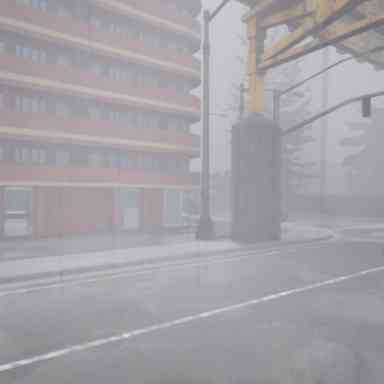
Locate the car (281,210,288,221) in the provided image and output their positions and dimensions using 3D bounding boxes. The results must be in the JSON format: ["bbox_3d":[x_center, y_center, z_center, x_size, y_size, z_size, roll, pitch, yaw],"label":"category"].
[{"bbox_3d":[5.951,1.661,28.255,1.812,1.442,4.674,0,0,-36],"label":"car"}]

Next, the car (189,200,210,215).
[{"bbox_3d":[-0.012,1.614,36.626,1.882,1.535,5.008,0,0,-36],"label":"car"}]
